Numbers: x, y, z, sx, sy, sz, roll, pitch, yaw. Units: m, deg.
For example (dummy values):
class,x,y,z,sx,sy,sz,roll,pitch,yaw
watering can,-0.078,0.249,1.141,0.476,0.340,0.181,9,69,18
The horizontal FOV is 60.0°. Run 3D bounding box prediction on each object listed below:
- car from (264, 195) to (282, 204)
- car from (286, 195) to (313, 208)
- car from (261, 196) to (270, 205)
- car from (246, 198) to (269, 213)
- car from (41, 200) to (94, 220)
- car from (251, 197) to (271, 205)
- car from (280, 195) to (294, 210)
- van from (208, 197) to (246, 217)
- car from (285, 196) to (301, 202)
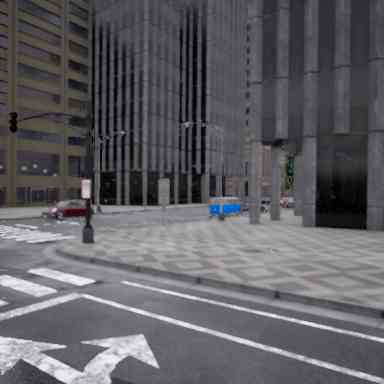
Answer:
class,x,y,z,sx,sy,sz,roll,pitch,yaw
car,15.288,1.360,62.618,1.967,1.590,4.097,1,0,36
car,15.835,1.336,48.809,2.192,1.841,5.009,1,0,36
car,12.654,1.549,54.253,1.895,1.301,4.718,1,0,36
car,6.279,1.611,35.576,1.802,1.307,4.206,1,1,36
car,-10.187,1.380,27.329,1.967,1.590,4.097,1,1,36
car,12.102,1.497,58.208,1.802,1.307,4.206,1,0,36
car,12.649,1.459,44.398,1.967,1.590,4.097,1,1,36
van,3.097,1.378,31.162,1.690,1.788,3.998,1,1,36
car,21.656,1.479,71.442,2.008,1.369,4.403,1,0,36
